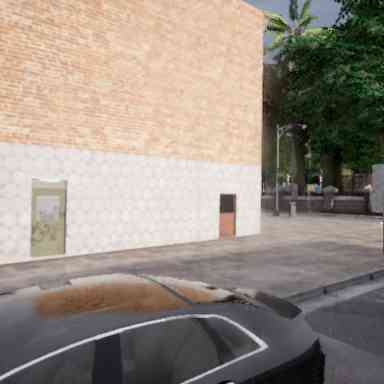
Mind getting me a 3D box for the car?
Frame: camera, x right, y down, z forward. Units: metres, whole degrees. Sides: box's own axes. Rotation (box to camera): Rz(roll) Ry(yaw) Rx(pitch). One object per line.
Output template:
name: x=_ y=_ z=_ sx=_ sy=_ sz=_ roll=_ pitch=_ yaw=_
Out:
car: x=-1.064 y=1.503 z=2.295 sx=4.892 sy=1.490 sz=1.837 roll=0 pitch=0 yaw=-35
